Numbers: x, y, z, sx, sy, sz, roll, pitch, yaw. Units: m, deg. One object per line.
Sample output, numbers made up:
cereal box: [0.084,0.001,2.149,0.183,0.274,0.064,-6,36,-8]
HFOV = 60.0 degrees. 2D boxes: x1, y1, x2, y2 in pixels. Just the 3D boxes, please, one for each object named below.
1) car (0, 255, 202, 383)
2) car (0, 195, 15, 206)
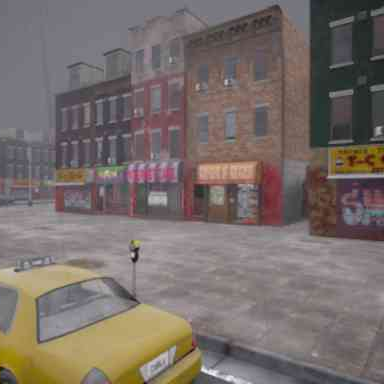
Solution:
car: [-2.184,1.523,4.356,4.829,1.417,1.752,0,0,35]
car: [-23.061,1.008,38.421,1.812,1.442,4.674,0,2,35]
